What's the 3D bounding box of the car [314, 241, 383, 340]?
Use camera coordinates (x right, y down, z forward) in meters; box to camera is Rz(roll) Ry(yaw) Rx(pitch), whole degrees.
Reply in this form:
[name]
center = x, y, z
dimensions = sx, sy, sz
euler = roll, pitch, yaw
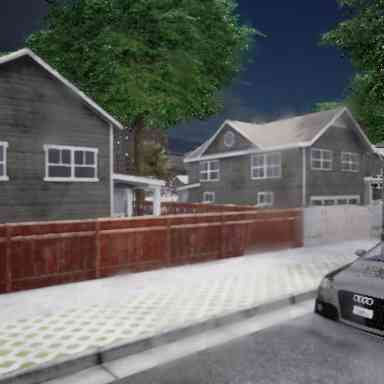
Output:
[car]
center = 4.104, 1.564, 6.011
dimensions = 4.181, 1.385, 1.994
euler = 0, 0, -36
